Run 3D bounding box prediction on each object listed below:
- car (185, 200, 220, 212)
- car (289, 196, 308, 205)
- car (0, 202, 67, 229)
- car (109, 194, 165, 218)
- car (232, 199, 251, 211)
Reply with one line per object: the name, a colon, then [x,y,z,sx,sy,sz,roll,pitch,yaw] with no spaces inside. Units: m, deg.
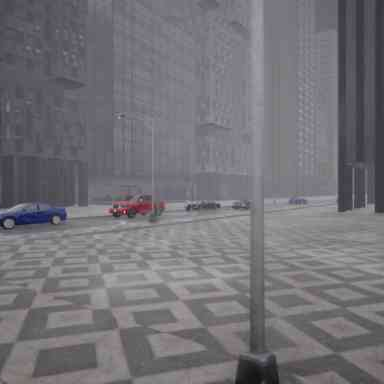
car: [1.230,1.553,38.002,1.895,1.301,4.718,0,0,36]
car: [17.656,1.399,55.065,1.882,1.535,5.008,0,0,36]
car: [-10.694,1.457,21.695,1.882,1.535,5.008,0,0,36]
car: [-4.761,1.187,29.814,2.150,2.045,5.566,0,0,36]
car: [6.848,1.492,40.284,2.033,1.411,5.357,0,0,36]
